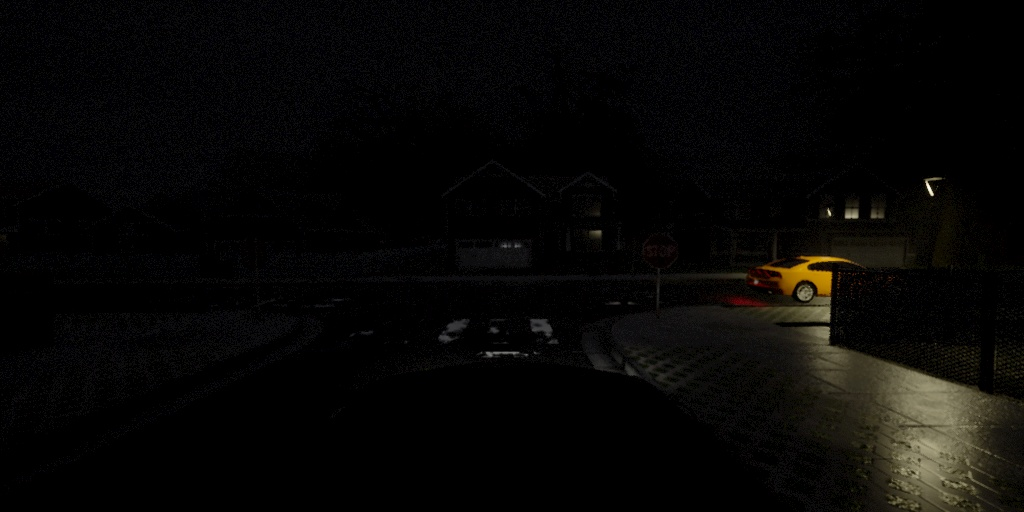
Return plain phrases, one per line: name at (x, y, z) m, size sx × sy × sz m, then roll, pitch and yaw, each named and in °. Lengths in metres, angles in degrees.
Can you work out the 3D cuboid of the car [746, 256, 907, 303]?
car at (11.352, 0.761, 13.051) m, size 5.008 × 1.535 × 1.882 m, roll -1°, pitch 3°, yaw 0°
